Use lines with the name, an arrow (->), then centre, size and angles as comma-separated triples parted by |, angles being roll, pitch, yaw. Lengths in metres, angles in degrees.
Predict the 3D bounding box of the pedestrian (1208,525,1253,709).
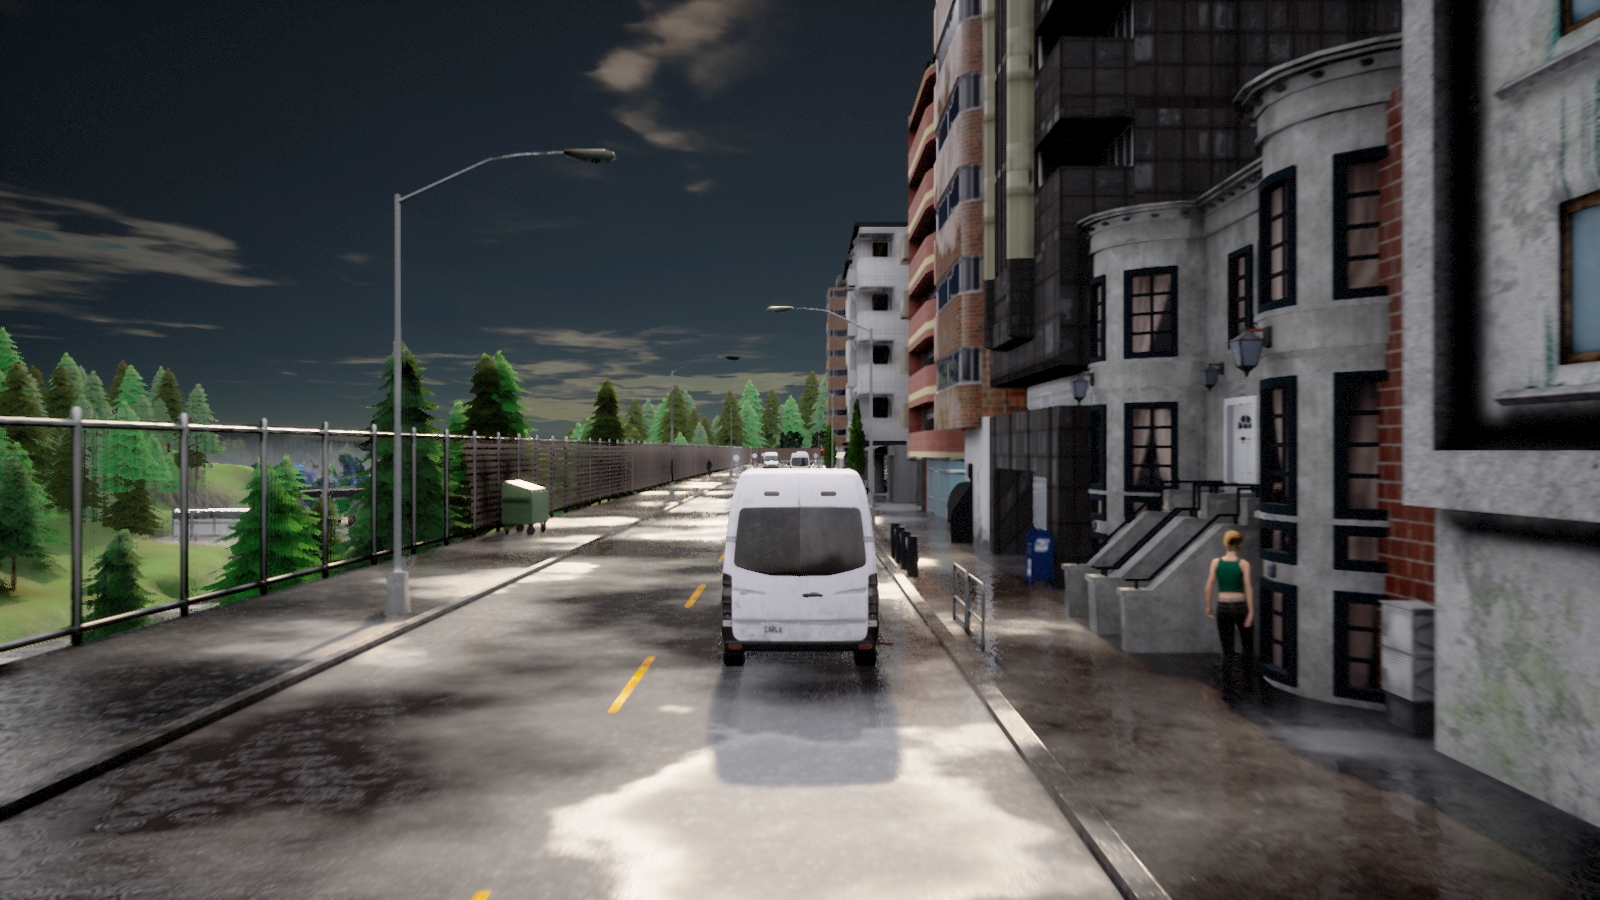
pedestrian -> 4.554, 1.744, 12.079 | 0.375, 1.860, 0.375 | 0, 0, 34

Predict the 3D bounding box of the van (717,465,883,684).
van -> -0.004, 1.534, 16.671 | 1.988, 2.561, 5.915 | 0, 0, 0
